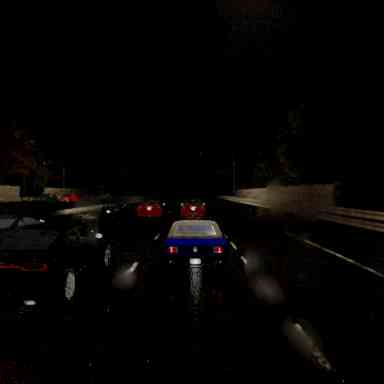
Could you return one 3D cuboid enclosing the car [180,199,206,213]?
[{"bbox_3d":[0.089,1.381,28.599,2.097,1.767,4.553,0,0,0],"label":"car"}]

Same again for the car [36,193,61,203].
[{"bbox_3d":[-28.021,1.294,64.552,2.150,2.045,5.566,0,0,0],"label":"car"}]

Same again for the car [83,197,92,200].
[{"bbox_3d":[-21.022,1.625,68.268,1.994,1.385,4.181,0,0,0],"label":"car"}]

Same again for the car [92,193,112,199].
[{"bbox_3d":[-17.522,1.317,66.065,2.150,2.045,5.566,0,0,0],"label":"car"}]

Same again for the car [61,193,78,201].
[{"bbox_3d":[-24.522,1.314,66.021,2.150,2.045,5.566,0,0,0],"label":"car"}]

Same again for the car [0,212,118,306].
[{"bbox_3d":[-3.402,1.483,8.151,1.882,1.535,5.008,0,0,0],"label":"car"}]

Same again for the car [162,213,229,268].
[{"bbox_3d":[0.097,1.609,11.309,1.895,1.301,4.718,0,0,0],"label":"car"}]

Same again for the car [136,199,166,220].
[{"bbox_3d":[-3.411,1.381,28.570,2.097,1.767,4.553,0,0,0],"label":"car"}]

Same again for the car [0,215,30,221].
[{"bbox_3d":[-6.906,1.574,13.034,1.994,1.385,4.181,0,0,0],"label":"car"}]

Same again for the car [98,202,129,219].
[{"bbox_3d":[-6.908,1.594,29.451,1.994,1.385,4.181,0,0,0],"label":"car"}]
